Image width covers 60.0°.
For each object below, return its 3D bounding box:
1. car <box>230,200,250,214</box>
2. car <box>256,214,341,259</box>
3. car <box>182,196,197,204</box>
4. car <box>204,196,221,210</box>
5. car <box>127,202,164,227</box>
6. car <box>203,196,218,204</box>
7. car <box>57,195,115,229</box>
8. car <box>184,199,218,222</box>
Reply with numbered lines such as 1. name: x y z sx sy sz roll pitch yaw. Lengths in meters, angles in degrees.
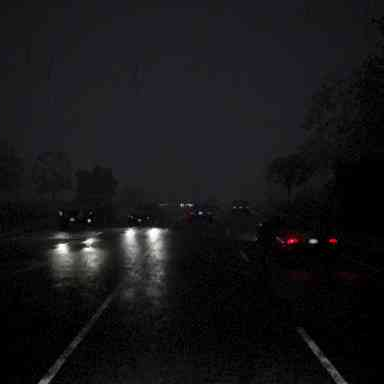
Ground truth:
1. car: 4.996 1.534 34.493 2.033 1.411 5.357 0 0 6
2. car: 3.720 1.542 12.556 2.033 1.411 5.357 0 0 1
3. car: -0.484 1.440 62.195 1.882 1.535 5.008 0 0 16
4. car: 2.632 1.545 42.854 1.994 1.385 4.181 0 0 9
5. car: -3.094 1.492 22.843 1.837 1.490 4.892 0 0 3
6. car: 3.569 1.470 63.551 1.837 1.490 4.892 0 0 17
7. car: -6.671 1.208 21.628 2.150 2.045 5.566 0 0 3
8. car: 0.760 1.535 25.944 2.033 1.411 5.357 0 0 4
